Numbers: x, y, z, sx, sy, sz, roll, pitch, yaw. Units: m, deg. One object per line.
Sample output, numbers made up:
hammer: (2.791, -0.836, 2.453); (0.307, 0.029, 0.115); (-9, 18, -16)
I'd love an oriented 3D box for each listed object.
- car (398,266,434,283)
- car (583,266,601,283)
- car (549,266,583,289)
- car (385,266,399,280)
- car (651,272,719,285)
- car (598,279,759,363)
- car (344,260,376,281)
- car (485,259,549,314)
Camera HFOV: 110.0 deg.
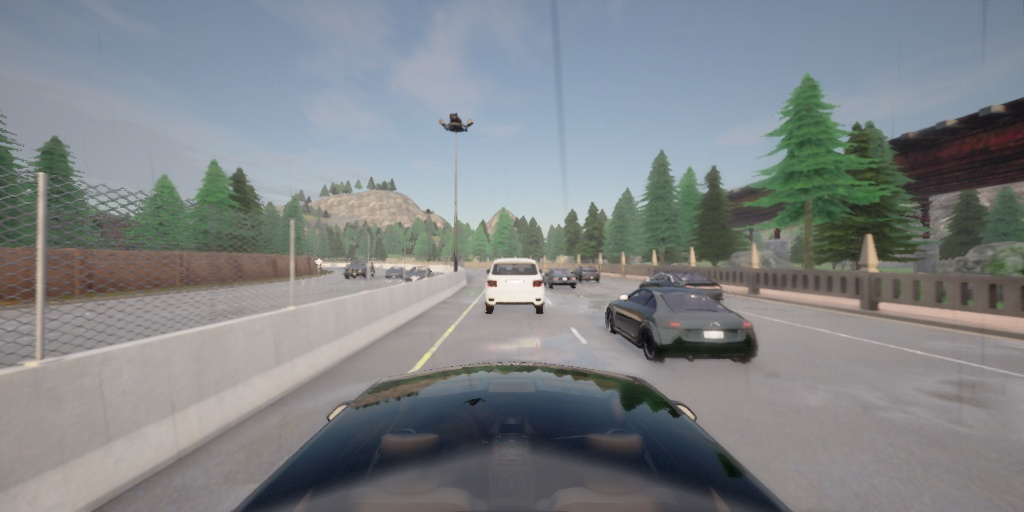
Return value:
car: (-7.594, 1.592, 29.613); (2.128, 1.511, 4.902); (0, -1, -6)
car: (6.387, 1.624, 32.079); (2.128, 1.511, 4.902); (0, -1, -5)
car: (3.366, 1.607, 26.315); (2.033, 1.411, 5.357); (0, -1, -3)
car: (-12.371, 1.762, 38.626); (2.033, 1.411, 5.357); (0, -1, -11)
car: (7.096, 1.417, 15.587); (2.128, 1.511, 4.902); (0, -1, 0)
car: (3.597, 1.398, 8.396); (1.994, 1.385, 4.181); (0, -1, 0)
car: (-15.705, 1.421, 37.350); (2.150, 2.045, 5.566); (0, -1, -11)
car: (0.097, 1.138, 14.917); (2.150, 2.045, 5.566); (0, -1, 0)
